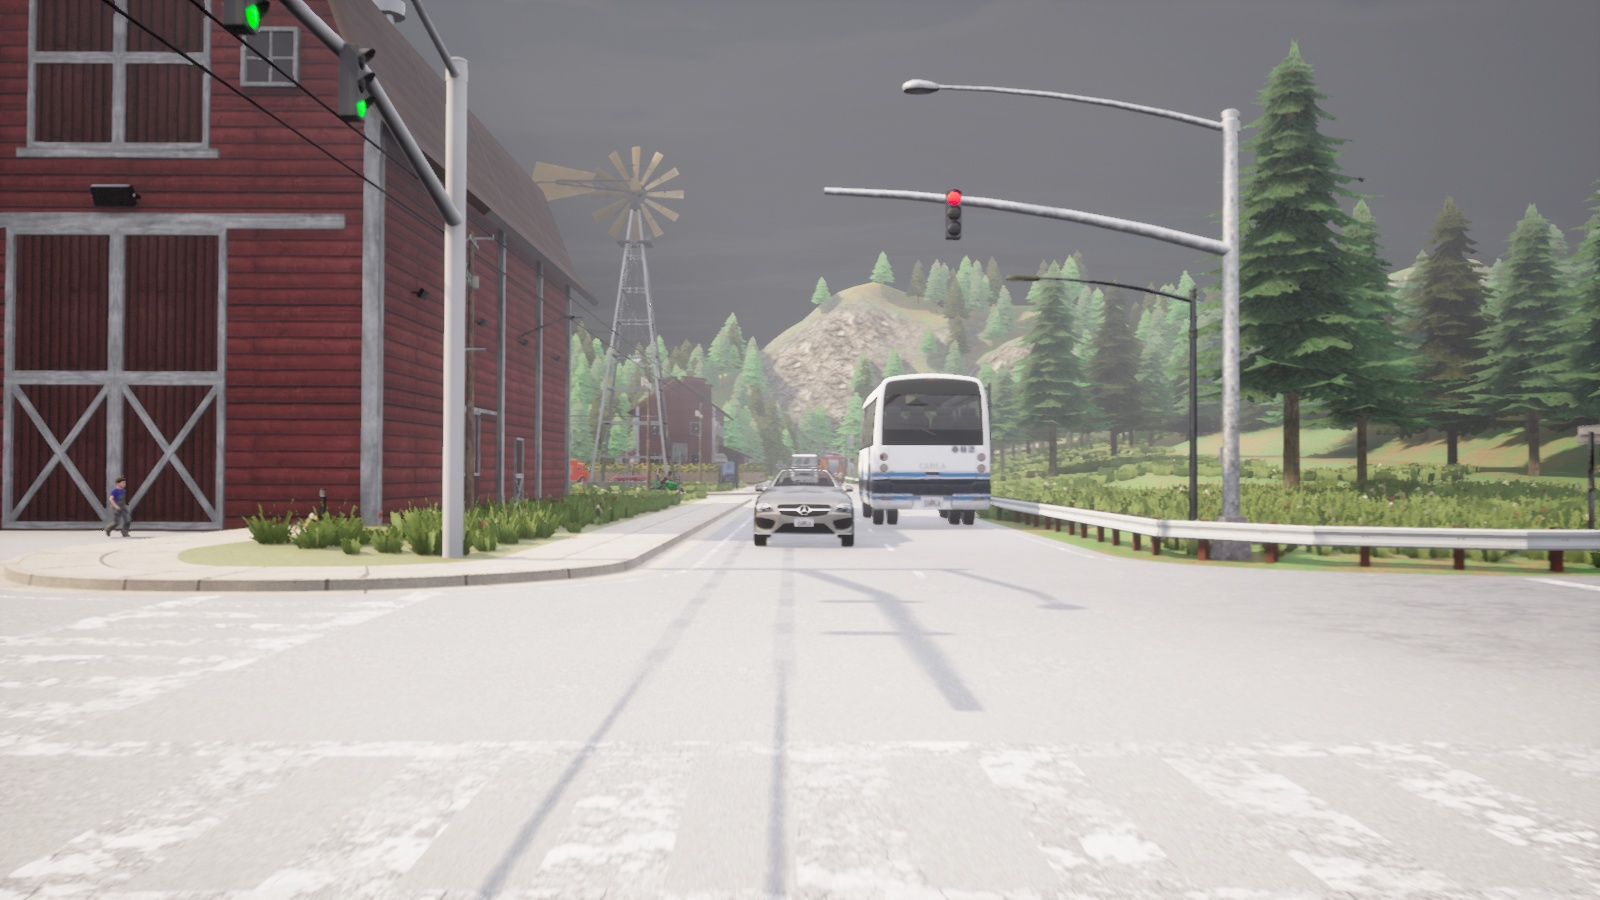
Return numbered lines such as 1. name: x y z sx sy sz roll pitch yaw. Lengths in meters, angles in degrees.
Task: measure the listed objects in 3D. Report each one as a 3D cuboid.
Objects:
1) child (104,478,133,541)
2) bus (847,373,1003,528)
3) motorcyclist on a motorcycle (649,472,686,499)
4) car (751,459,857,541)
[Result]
1. child: -13.718 1.190 25.285 0.437 1.263 0.270 0 -1 14
2. bus: 3.630 0.089 39.748 3.944 4.253 10.273 0 -1 0
3. motorcyclist on a motorcycle: -7.614 2.036 72.199 2.044 1.523 0.797 0 -1 4
4. car: 0.093 1.062 27.992 2.152 1.651 5.027 0 -1 0
